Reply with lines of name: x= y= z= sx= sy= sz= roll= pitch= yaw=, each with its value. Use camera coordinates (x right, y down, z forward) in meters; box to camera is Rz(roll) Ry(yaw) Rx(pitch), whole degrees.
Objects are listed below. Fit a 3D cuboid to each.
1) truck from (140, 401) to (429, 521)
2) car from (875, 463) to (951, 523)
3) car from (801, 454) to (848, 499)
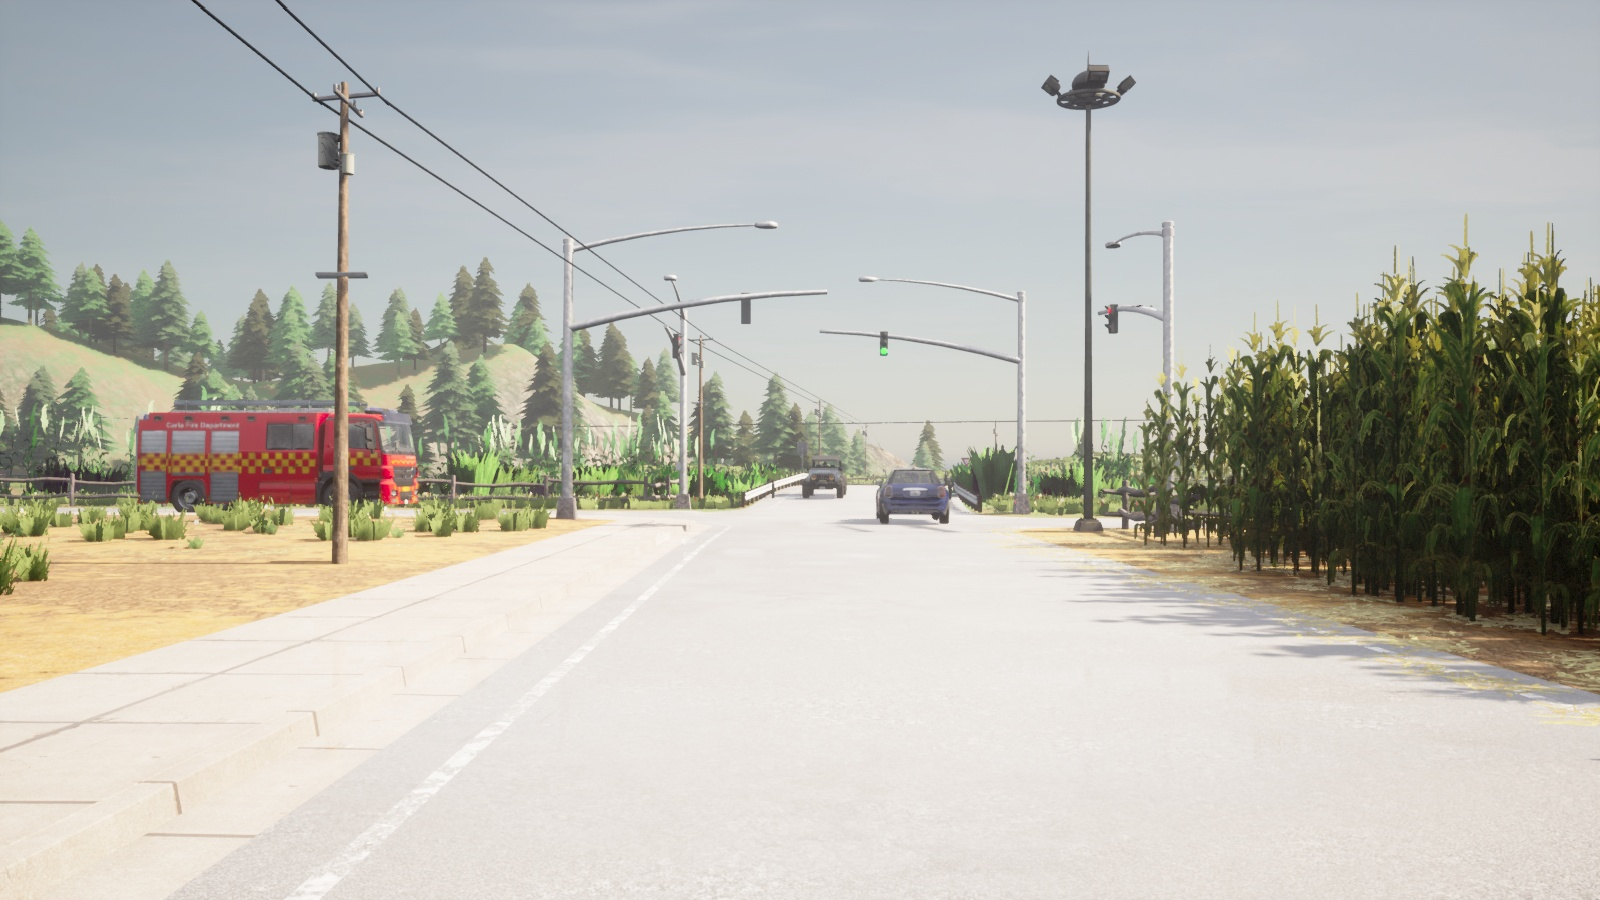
truck: x=-17.019 y=0.384 z=41.824 sx=8.468 sy=3.827 sz=2.891 roll=0 pitch=-1 yaw=2
car: x=3.484 y=1.319 z=39.387 sx=2.097 sy=1.767 sz=4.553 roll=0 pitch=-1 yaw=2
car: x=1.189 y=1.222 z=58.882 sx=1.905 sy=1.878 sz=3.866 roll=0 pitch=2 yaw=5
